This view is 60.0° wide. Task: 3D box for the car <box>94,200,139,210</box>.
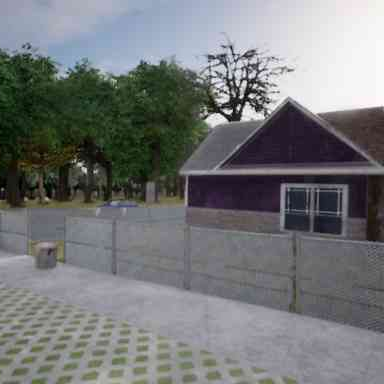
[{"bbox_3d":[-6.955,1.460,31.126,1.812,1.442,4.674,2,2,36],"label":"car"}]
